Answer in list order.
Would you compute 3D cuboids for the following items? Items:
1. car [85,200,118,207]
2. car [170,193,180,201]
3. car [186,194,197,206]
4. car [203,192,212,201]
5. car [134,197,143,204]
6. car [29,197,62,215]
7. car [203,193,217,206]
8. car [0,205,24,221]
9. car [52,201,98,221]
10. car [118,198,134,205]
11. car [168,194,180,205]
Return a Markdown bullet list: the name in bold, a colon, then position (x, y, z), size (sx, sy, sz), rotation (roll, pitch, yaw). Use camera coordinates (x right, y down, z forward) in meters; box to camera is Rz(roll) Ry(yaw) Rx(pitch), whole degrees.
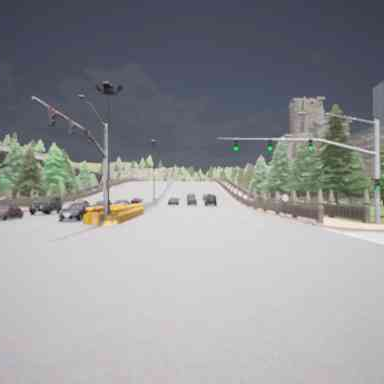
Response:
- **car**: position (-10.610, 1.793, 39.553), size (2.097, 1.767, 4.553), rotation (0, -1, 0)
- **car**: position (-3.677, 1.043, 73.035), size (1.895, 1.301, 4.718), rotation (0, 6, 0)
- **car**: position (-0.019, 1.699, 62.630), size (1.837, 1.490, 4.892), rotation (0, 3, 0)
- **car**: position (3.326, 1.025, 72.509), size (1.812, 1.442, 4.674), rotation (0, 6, 0)
- **car**: position (-10.629, 1.695, 64.406), size (1.895, 1.301, 4.718), rotation (0, 3, 0)
- **car**: position (-17.608, 1.673, 40.509), size (2.150, 2.045, 5.566), rotation (0, -1, 0)
- **car**: position (3.487, 1.452, 61.892), size (2.150, 2.045, 5.566), rotation (0, 3, 0)
- **car**: position (-17.605, 1.912, 31.235), size (1.994, 1.385, 4.181), rotation (0, -1, 0)
- **car**: position (-10.573, 1.832, 30.444), size (2.128, 1.511, 4.902), rotation (0, -1, -1)
- **car**: position (-10.632, 1.882, 50.006), size (2.097, 1.767, 4.553), rotation (0, 0, 0)
- **car**: position (-3.524, 1.738, 63.014), size (1.994, 1.385, 4.181), rotation (0, 3, 0)
